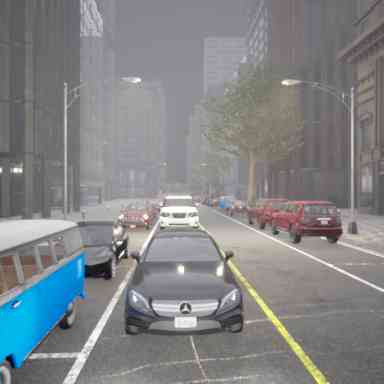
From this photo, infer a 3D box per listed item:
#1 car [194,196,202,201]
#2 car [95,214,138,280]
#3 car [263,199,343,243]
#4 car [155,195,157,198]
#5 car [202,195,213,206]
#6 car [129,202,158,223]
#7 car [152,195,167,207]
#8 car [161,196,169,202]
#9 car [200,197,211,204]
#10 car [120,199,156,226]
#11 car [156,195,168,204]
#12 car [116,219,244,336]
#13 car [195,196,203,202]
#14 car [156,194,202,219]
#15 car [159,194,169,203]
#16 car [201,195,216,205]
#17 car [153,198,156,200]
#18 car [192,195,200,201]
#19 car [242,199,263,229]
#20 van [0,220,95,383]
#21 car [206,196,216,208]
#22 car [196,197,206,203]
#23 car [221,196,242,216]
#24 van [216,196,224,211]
[{"bbox_3d":[1.485,1.821,89.192,1.802,1.307,4.206,0,0,-3],"label":"car"},{"bbox_3d":[-2.936,1.573,9.919,1.947,1.339,4.313,0,0,-3],"label":"car"},{"bbox_3d":[5.286,1.331,15.979,2.192,1.841,5.009,0,0,-3],"label":"car"},{"bbox_3d":[-4.974,1.607,49.168,1.752,1.417,4.829,0,0,-3],"label":"car"},{"bbox_3d":[3.239,1.668,55.400,1.947,1.339,4.313,0,0,-3],"label":"car"},{"bbox_3d":[-3.813,1.581,26.813,1.887,1.381,4.507,0,0,-3],"label":"car"},{"bbox_3d":[-5.275,1.417,54.969,2.192,1.841,5.009,0,0,-3],"label":"car"},{"bbox_3d":[-6.736,1.758,83.125,1.887,1.381,4.507,0,0,-3],"label":"car"},{"bbox_3d":[2.655,1.691,66.665,1.887,1.381,4.507,0,0,-3],"label":"car"},{"bbox_3d":[-3.521,1.466,21.182,1.967,1.590,4.097,0,0,-3],"label":"car"},{"bbox_3d":[-5.860,1.461,66.232,2.192,1.841,5.009,0,0,-3],"label":"car"},{"bbox_3d":[-0.207,1.530,6.884,1.812,1.442,4.674,0,0,-3],"label":"car"},{"bbox_3d":[1.769,1.740,83.731,1.752,1.417,4.829,0,0,-3],"label":"car"},{"bbox_3d":[-0.812,1.245,20.551,2.150,2.045,5.566,0,0,-3],"label":"car"},{"bbox_3d":[-6.444,1.505,77.494,2.192,1.841,5.009,0,0,-3],"label":"car"},{"bbox_3d":[2.947,1.439,61.034,2.192,1.841,5.009,0,0,-3],"label":"car"},{"bbox_3d":[-4.397,1.638,38.076,1.802,1.307,4.206,0,0,-3],"label":"car"},{"bbox_3d":[1.193,1.705,94.825,1.967,1.590,4.097,0,0,-3],"label":"car"},{"bbox_3d":[4.994,1.341,21.610,2.192,1.841,5.009,0,0,-3],"label":"car"},{"bbox_3d":[-2.643,1.344,4.288,1.690,1.788,3.998,0,0,-3],"label":"van"},{"bbox_3d":[3.532,1.665,49.770,1.802,1.307,4.206,0,0,-3],"label":"car"},{"bbox_3d":[2.070,1.756,77.928,1.947,1.339,4.313,0,0,-3],"label":"car"},{"bbox_3d":[4.410,1.486,32.874,1.967,1.590,4.097,0,0,-3],"label":"car"},{"bbox_3d":[4.117,1.398,38.506,1.690,1.788,3.998,0,0,-3],"label":"van"}]
